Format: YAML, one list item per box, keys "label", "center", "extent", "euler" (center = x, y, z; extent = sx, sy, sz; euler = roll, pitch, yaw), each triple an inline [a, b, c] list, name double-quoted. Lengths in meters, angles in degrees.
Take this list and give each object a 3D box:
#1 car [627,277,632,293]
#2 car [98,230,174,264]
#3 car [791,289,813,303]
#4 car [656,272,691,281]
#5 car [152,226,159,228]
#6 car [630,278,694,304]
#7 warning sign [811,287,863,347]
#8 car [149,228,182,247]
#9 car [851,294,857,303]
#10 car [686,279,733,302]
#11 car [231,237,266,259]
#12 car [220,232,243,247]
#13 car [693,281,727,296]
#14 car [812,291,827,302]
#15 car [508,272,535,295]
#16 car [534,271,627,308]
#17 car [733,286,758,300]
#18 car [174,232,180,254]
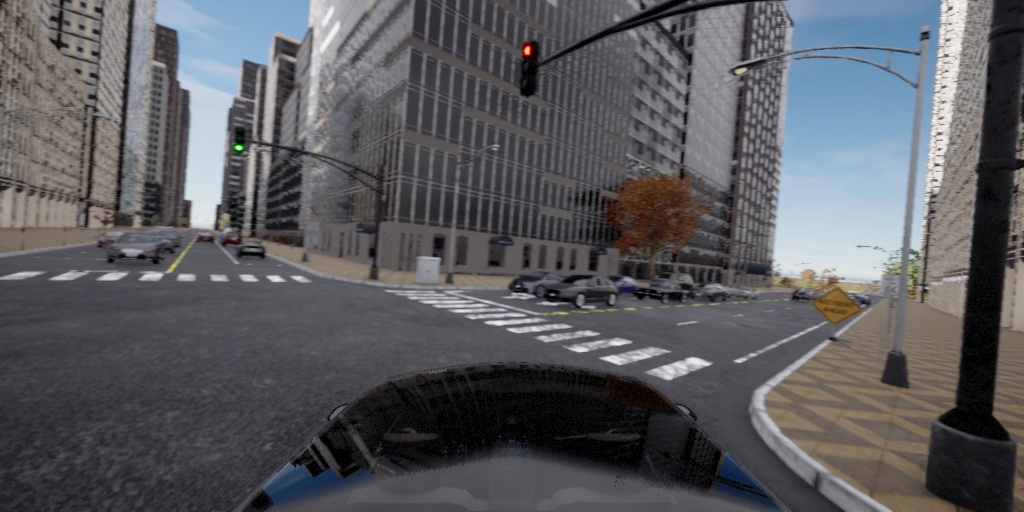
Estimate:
- label: "car"
  center: [7.878, 2.175, 26.724]
  extent: [4.674, 1.442, 1.812]
  euler: [6, 0, -43]
- label: "car"
  center: [-19.681, -0.457, 18.954]
  extent: [2.128, 1.511, 4.902]
  euler: [4, 1, -41]
- label: "car"
  center: [35.537, 4.829, 43.670]
  extent: [4.892, 1.490, 1.837]
  euler: [5, 0, -43]
- label: "car"
  center: [14.891, 2.561, 33.325]
  extent: [5.566, 2.045, 2.150]
  euler: [6, 0, -43]
- label: "car"
  center: [-41.615, -2.285, 40.590]
  extent: [1.948, 1.339, 4.313]
  euler: [0, 0, -41]
- label: "car"
  center: [10.320, 2.468, 24.579]
  extent: [4.718, 1.301, 1.895]
  euler: [6, 0, -43]
- label: "warning sign"
  center: [10.782, 1.964, 12.068]
  extent: [1.060, 1.860, 1.300]
  euler: [0, 0, -43]
- label: "car"
  center: [-32.986, -1.625, 34.420]
  extent: [2.128, 1.511, 4.902]
  euler: [4, 1, -41]
- label: "car"
  center: [38.926, 5.198, 42.422]
  extent: [4.181, 1.385, 1.994]
  euler: [6, 0, -43]
- label: "car"
  center: [16.932, 3.044, 30.807]
  extent: [4.674, 1.442, 1.812]
  euler: [6, 0, -43]
- label: "car"
  center: [-21.229, -0.571, 29.048]
  extent: [1.948, 1.339, 4.313]
  euler: [0, 0, -41]
- label: "car"
  center: [-35.669, -2.095, 45.743]
  extent: [2.192, 1.841, 5.009]
  euler: [0, 0, -41]
- label: "car"
  center: [22.168, 3.621, 40.176]
  extent: [4.181, 1.385, 1.994]
  euler: [6, 0, -42]
- label: "car"
  center: [31.346, 4.395, 35.241]
  extent: [4.892, 1.490, 1.837]
  euler: [6, 0, -43]
- label: "car"
  center: [1.777, 1.613, 20.961]
  extent: [4.181, 1.385, 1.994]
  euler: [6, 0, -43]
- label: "car"
  center: [3.614, 1.712, 18.243]
  extent: [4.892, 1.490, 1.837]
  euler: [6, 0, -45]
- label: "car"
  center: [24.150, 3.830, 37.598]
  extent: [4.718, 1.301, 1.895]
  euler: [6, 0, -43]
- label: "car"
  center: [-26.213, -0.957, 26.525]
  extent: [1.994, 1.385, 4.181]
  euler: [4, 1, -42]
